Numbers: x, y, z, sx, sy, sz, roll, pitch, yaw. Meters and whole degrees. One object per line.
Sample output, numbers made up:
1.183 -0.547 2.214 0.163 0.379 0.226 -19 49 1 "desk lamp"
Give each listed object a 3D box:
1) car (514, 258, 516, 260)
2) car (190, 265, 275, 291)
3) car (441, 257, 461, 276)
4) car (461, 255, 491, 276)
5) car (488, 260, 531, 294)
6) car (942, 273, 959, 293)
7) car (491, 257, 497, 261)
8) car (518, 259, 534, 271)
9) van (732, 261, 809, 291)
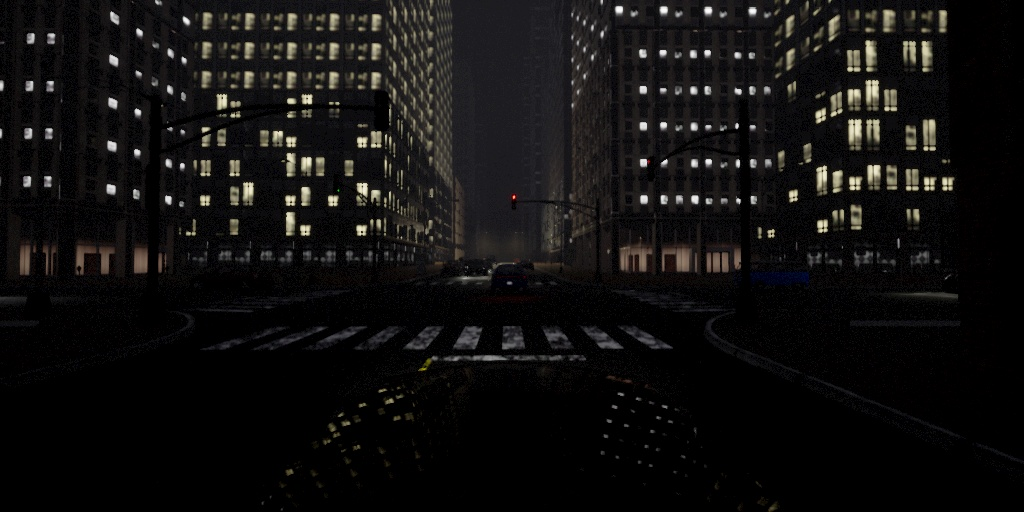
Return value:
1.841 1.273 65.121 1.948 1.339 4.313 0 0 -1 "car"
-16.757 1.233 21.485 4.097 1.591 1.967 0 0 -1 "car"
-6.163 1.165 37.066 1.967 1.591 4.097 0 0 -1 "car"
-3.555 1.078 36.026 2.097 1.767 4.553 0 0 -1 "car"
-0.154 1.215 20.441 1.882 1.535 5.008 0 0 -1 "car"
26.404 1.174 19.392 4.553 1.767 2.097 0 -1 -1 "car"
-3.757 1.209 51.693 2.128 1.511 4.902 0 0 -1 "car"
2.066 1.300 48.389 1.802 1.307 4.207 0 0 -1 "car"
15.714 1.189 21.848 3.998 1.789 1.690 0 0 -1 "van"
